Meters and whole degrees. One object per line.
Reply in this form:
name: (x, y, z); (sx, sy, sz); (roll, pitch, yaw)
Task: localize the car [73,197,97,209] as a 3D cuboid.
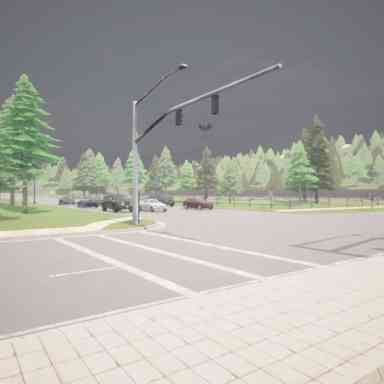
car: (-14.551, 1.597, 46.409); (1.895, 1.301, 4.718); (0, 0, -35)

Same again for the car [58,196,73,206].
car: (-20.913, 1.495, 55.499); (1.837, 1.490, 4.892); (0, 2, -35)

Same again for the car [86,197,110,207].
car: (-15.147, 1.543, 53.353); (2.033, 1.411, 5.357); (0, 0, -35)

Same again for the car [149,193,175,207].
car: (-4.826, 1.216, 50.831); (2.150, 2.045, 5.566); (0, 0, -35)

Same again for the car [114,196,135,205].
car: (-12.643, 1.542, 62.037); (2.033, 1.411, 5.357); (0, 0, -35)

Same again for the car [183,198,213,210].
car: (0.750, 1.472, 42.900); (1.882, 1.535, 5.008); (0, 0, -35)

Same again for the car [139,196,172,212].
car: (-4.637, 1.521, 38.424); (1.812, 1.442, 4.674); (0, 0, -35)

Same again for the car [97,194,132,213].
car: (-8.506, 1.218, 37.825); (2.150, 2.045, 5.566); (0, 0, -36)

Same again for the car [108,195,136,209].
car: (-9.691, 1.348, 45.582); (2.097, 1.767, 4.553); (0, 0, -35)
